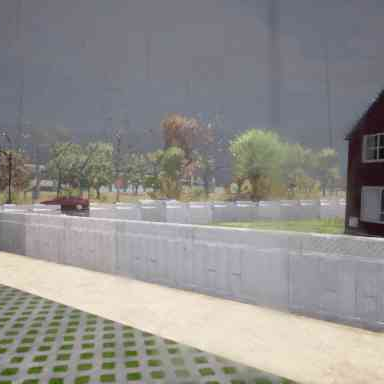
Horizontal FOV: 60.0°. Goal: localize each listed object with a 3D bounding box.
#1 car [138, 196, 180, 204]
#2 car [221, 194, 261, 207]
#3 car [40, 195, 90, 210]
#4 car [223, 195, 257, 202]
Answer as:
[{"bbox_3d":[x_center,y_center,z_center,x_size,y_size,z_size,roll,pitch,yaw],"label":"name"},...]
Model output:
[{"bbox_3d":[-3.893,1.176,38.333,4.718,1.301,1.895,0,2,-19],"label":"car"},{"bbox_3d":[6.097,1.034,41.661,4.674,1.442,1.812,0,2,-18],"label":"car"},{"bbox_3d":[-13.417,1.124,35.145,5.008,1.535,1.882,0,2,-18],"label":"car"},{"bbox_3d":[5.810,1.357,31.091,4.902,1.511,2.128,0,2,-18],"label":"car"}]
